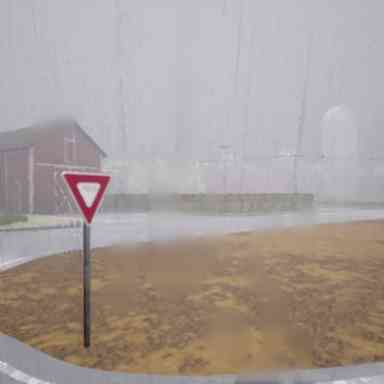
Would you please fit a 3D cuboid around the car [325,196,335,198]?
[{"bbox_3d":[34.797,1.732,83.472,2.242,1.667,4.611,0,0,35],"label":"car"}]
